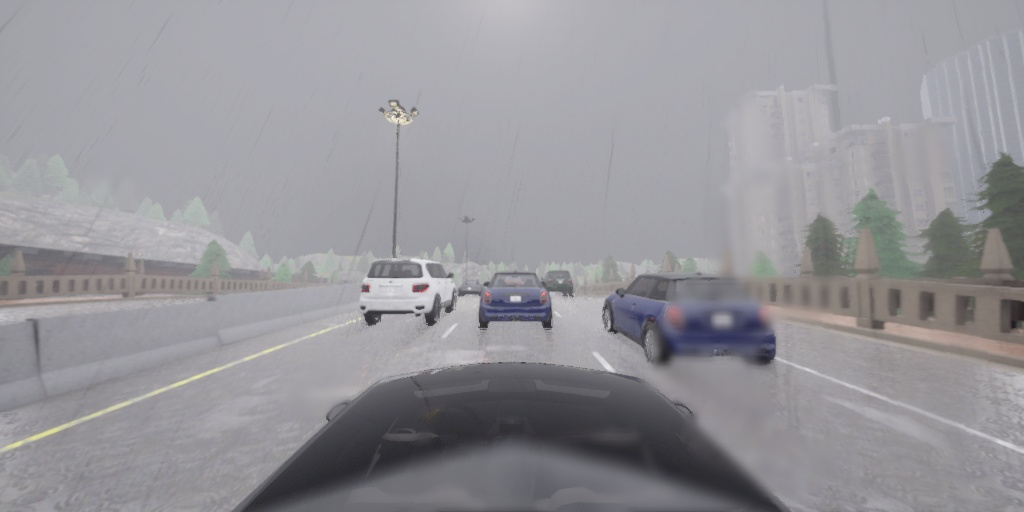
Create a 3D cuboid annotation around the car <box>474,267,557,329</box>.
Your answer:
[{"bbox_3d":[0.101,1.265,11.965,2.097,1.767,4.553,0,-2,0],"label":"car"}]

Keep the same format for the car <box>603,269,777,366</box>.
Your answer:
[{"bbox_3d":[3.600,1.162,8.248,2.097,1.767,4.553,0,-1,0],"label":"car"}]

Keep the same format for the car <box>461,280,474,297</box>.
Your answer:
[{"bbox_3d":[-3.398,2.795,30.715,1.994,1.385,4.181,0,-6,0],"label":"car"}]

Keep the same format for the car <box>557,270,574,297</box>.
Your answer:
[{"bbox_3d":[3.602,2.300,29.254,2.150,2.045,5.566,0,-6,0],"label":"car"}]

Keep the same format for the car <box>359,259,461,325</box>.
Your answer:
[{"bbox_3d":[-3.399,1.162,12.713,2.150,2.045,5.566,0,-2,0],"label":"car"}]
